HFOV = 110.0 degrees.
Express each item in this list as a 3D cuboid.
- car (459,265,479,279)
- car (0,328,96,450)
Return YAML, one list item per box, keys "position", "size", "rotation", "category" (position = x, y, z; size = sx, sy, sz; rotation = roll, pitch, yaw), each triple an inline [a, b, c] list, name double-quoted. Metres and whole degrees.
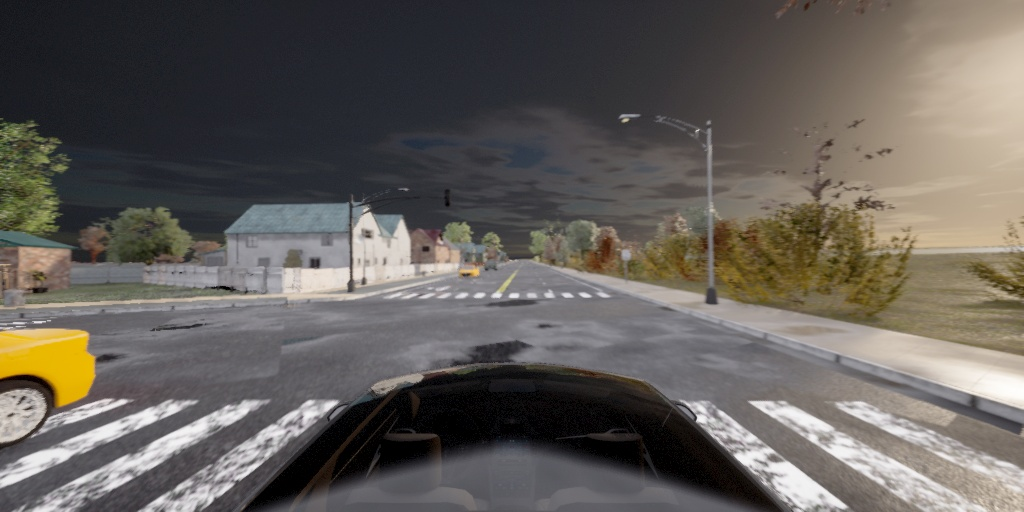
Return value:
- position: [-4.968, 1.833, 41.904]
  size: [1.882, 1.535, 5.008]
  rotation: [-1, -1, 2]
  category: "car"
- position: [-6.413, 1.306, 2.494]
  size: [1.882, 1.535, 5.008]
  rotation: [-1, -1, 2]
  category: "car"
